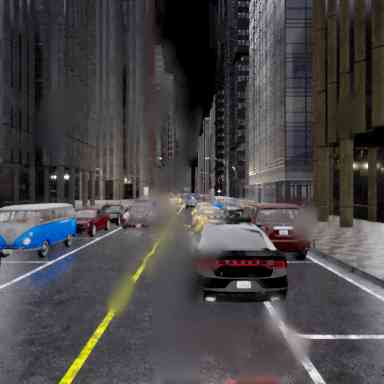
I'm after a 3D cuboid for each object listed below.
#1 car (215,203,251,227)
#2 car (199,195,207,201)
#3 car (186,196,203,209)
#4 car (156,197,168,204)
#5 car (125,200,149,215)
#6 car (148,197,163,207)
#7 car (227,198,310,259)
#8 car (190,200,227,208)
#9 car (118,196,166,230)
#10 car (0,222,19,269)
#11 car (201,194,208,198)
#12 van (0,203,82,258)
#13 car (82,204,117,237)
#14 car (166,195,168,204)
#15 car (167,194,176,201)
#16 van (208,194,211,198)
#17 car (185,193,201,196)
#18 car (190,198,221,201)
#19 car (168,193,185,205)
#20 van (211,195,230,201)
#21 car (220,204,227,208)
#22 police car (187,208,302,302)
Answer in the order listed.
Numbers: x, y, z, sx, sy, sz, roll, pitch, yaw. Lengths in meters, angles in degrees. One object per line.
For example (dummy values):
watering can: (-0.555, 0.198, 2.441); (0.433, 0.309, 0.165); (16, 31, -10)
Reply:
car: (2.818, 1.551, 23.731); (2.008, 1.369, 4.403); (0, 0, 0)
car: (2.980, 1.581, 89.916); (2.008, 1.369, 4.403); (0, 0, 0)
car: (0.145, 1.570, 45.642); (1.994, 1.385, 4.181); (0, 0, 0)
car: (-5.610, 1.594, 63.064); (1.802, 1.307, 4.206); (0, 0, 0)
car: (-5.679, 1.585, 34.972); (1.802, 1.307, 4.206); (0, 0, 0)
car: (-5.638, 1.553, 51.827); (1.887, 1.381, 4.507); (0, 0, 0)
car: (2.791, 1.315, 12.493); (2.192, 1.841, 5.009); (0, 0, 0)
car: (0.929, 1.456, 18.511); (1.801, 1.575, 5.366); (0, 0, 0)
car: (-3.049, 1.352, 21.248); (2.097, 1.767, 4.553); (0, 0, 0)
car: (-5.748, 1.566, 6.880); (1.947, 1.339, 4.313); (0, 0, 0)
car: (2.915, 1.327, 63.063); (2.192, 1.841, 5.009); (0, 0, 0)
van: (-5.734, 1.341, 12.499); (1.690, 1.788, 3.998); (0, 0, 0)
car: (-5.721, 1.545, 18.117); (1.887, 1.381, 4.507); (0, 0, 0)
car: (-5.624, 1.592, 57.445); (1.802, 1.307, 4.206); (0, 0, 0)
car: (-5.545, 1.345, 89.918); (2.192, 1.841, 5.009); (0, 0, 0)
van: (2.846, 1.344, 34.969); (1.690, 1.788, 3.998); (0, 0, 0)
car: (0.148, 1.233, 60.969); (2.150, 2.045, 5.566); (0, 0, 0)
car: (0.911, 1.457, 24.511); (1.801, 1.575, 5.366); (0, 0, 0)
car: (-2.856, 1.362, 59.677); (2.097, 1.767, 4.553); (0, 0, 0)
van: (2.832, 1.343, 29.350); (1.690, 1.788, 3.998); (0, 0, 0)
car: (2.805, 1.566, 18.113); (1.947, 1.339, 4.313); (0, 0, 0)
police car: (0.918, 1.425, 8.431); (1.930, 1.638, 5.238); (0, 0, 0)
